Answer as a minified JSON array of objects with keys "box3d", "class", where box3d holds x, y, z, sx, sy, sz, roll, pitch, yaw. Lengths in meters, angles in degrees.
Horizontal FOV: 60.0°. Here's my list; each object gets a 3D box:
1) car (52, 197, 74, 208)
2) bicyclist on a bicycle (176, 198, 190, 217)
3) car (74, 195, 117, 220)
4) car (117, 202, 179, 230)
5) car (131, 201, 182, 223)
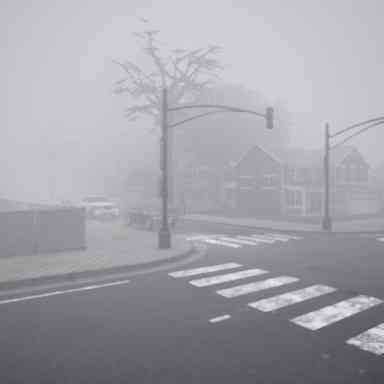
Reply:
[{"box3d":[-14.620,1.636,38.514,2.033,1.411,5.357,0,0,-35],"class":"car"},{"box3d":[-0.871,1.376,29.207,1.656,1.620,0.582,0,0,-35],"class":"bicyclist on a bicycle"},{"box3d":[-8.500,1.292,29.852,2.150,2.045,5.566,0,0,-35],"class":"car"},{"box3d":[-2.779,1.546,21.763,2.128,1.511,4.902,0,0,-35],"class":"car"},{"box3d":[-3.006,1.545,27.185,1.882,1.535,5.008,0,0,-35],"class":"car"}]
